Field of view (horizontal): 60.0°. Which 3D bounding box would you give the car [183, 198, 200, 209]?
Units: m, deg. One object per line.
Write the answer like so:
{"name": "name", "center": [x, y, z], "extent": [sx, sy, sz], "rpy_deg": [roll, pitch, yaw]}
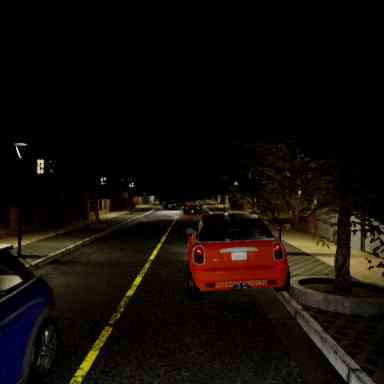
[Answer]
{"name": "car", "center": [0.062, 1.662, 35.845], "extent": [1.895, 1.301, 4.718], "rpy_deg": [0, 0, 0]}

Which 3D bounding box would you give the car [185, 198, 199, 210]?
{"name": "car", "center": [0.040, 1.614, 45.547], "extent": [1.812, 1.442, 4.674], "rpy_deg": [0, 0, 1]}

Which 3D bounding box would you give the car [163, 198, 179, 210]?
{"name": "car", "center": [-2.764, 1.575, 43.917], "extent": [2.128, 1.511, 4.902], "rpy_deg": [0, 0, 0]}

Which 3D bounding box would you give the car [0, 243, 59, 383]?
{"name": "car", "center": [-2.752, 1.354, 2.370], "extent": [2.097, 1.767, 4.553], "rpy_deg": [0, 0, 0]}

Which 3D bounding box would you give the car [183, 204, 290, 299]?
{"name": "car", "center": [0.919, 1.311, 8.631], "extent": [2.097, 1.767, 4.553], "rpy_deg": [-3, -1, 0]}
